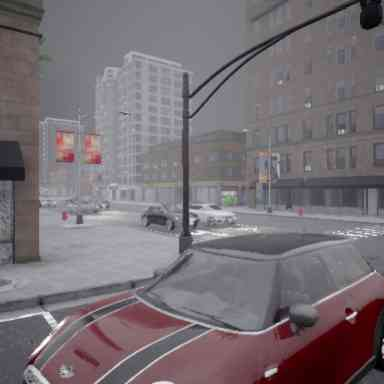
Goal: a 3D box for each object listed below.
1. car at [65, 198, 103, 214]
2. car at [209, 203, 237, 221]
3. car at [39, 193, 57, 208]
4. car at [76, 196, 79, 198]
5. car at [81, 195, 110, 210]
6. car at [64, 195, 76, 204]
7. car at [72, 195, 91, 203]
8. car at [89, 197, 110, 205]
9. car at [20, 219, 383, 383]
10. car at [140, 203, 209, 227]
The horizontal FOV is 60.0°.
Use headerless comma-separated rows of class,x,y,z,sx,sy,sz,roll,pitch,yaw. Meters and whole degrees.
car,-11.100,1.553,33.961,1.895,1.301,4.718,0,0,-36
car,1.024,1.499,22.748,1.812,1.442,4.674,0,0,-36
car,-21.424,1.202,48.425,2.150,2.045,5.566,0,0,-36
car,-16.077,1.270,52.297,2.097,1.767,4.553,0,0,-36
car,-11.433,1.433,39.989,2.128,1.511,4.902,0,0,-36
car,-21.750,1.407,60.159,1.837,1.490,4.892,0,0,-36
car,-22.086,1.437,66.170,2.033,1.411,5.357,0,0,-36
car,-16.184,1.507,57.994,1.895,1.301,4.718,0,0,-36
car,0.586,1.352,3.812,4.553,1.767,2.097,0,0,-43
car,-1.470,1.468,20.617,2.128,1.511,4.902,0,0,-36
